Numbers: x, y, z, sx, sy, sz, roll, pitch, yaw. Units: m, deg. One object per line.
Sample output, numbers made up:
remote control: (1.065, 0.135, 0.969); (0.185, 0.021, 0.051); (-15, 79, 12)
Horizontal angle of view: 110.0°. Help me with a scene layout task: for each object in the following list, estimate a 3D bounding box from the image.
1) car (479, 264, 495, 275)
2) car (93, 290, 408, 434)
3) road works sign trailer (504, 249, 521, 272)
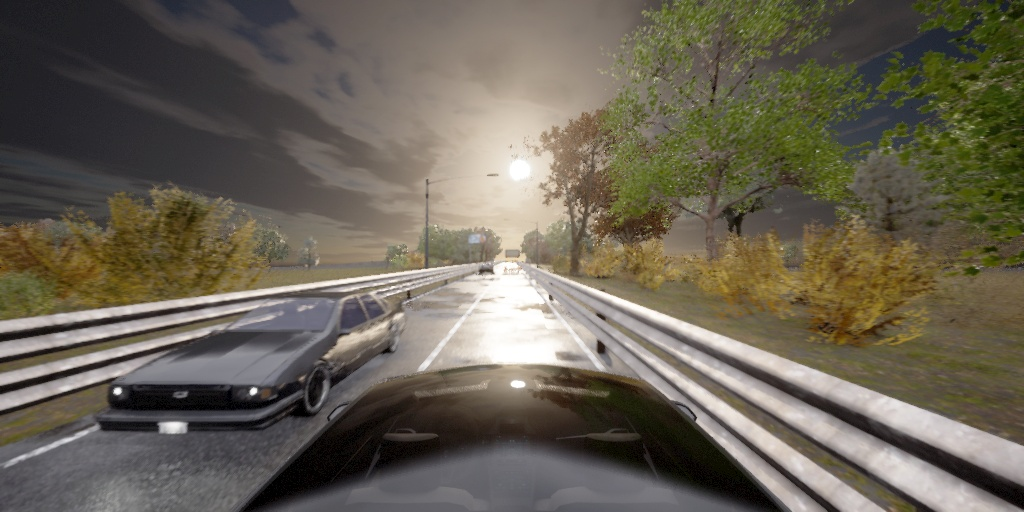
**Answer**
car: (-3.305, 1.739, 47.143); (1.895, 1.301, 4.718); (0, 0, 0)
car: (-3.352, 1.336, 6.210); (2.033, 1.411, 5.357); (0, 0, 0)
road works sign trailer: (0.038, 0.690, 57.320); (2.380, 3.560, 2.880); (0, 0, 0)
